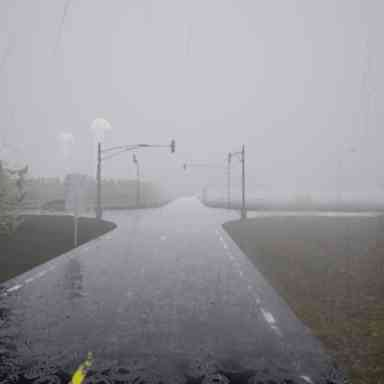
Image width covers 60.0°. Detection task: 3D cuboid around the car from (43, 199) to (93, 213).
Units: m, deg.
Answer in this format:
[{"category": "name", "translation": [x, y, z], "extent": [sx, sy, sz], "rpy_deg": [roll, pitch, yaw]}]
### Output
[{"category": "car", "translation": [-12.310, 1.427, 33.065], "extent": [4.674, 1.442, 1.812], "rpy_deg": [1, -1, -3]}]
